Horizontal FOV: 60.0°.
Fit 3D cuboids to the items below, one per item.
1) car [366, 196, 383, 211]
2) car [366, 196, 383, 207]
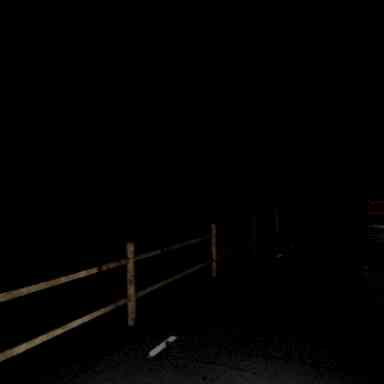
[{"bbox_3d":[20.940,1.327,37.448,1.882,1.535,5.008,-2,0,28],"label":"car"},{"bbox_3d":[26.546,1.314,48.383,2.033,1.411,5.357,-2,0,27],"label":"car"}]
